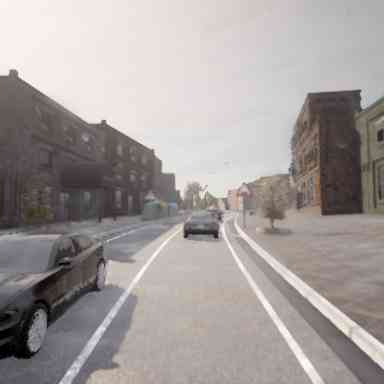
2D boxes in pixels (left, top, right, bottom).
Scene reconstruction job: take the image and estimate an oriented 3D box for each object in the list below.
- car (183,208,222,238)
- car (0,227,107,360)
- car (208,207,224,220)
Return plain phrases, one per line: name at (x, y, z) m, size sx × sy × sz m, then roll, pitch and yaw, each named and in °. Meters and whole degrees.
car at (0.589, 1.848, 19.613) m, size 1.994 × 1.385 × 4.181 m, roll 0°, pitch -2°, yaw 4°
car at (-3.044, 1.514, 6.247) m, size 1.882 × 1.535 × 5.008 m, roll 0°, pitch -1°, yaw 1°
car at (2.431, 2.389, 36.948) m, size 2.128 × 1.511 × 4.902 m, roll -1°, pitch -2°, yaw 8°
